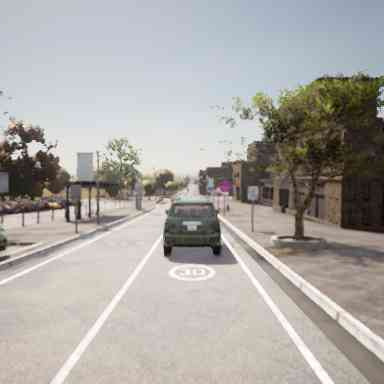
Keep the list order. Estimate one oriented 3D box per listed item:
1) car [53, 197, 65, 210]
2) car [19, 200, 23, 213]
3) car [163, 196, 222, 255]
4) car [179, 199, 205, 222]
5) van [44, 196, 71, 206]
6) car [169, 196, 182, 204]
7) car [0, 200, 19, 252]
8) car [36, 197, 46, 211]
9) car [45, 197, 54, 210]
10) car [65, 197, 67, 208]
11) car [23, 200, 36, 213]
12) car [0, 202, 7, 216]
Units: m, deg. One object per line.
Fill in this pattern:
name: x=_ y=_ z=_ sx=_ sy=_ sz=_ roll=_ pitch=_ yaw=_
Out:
car: x=-21.907 y=1.839 z=48.436 sx=5.366 sy=1.575 sz=1.946 roll=0 pitch=0 yaw=0
car: x=-22.115 y=1.635 z=37.337 sx=4.553 sy=1.767 sz=2.185 roll=0 pitch=0 yaw=0
car: x=0.008 y=1.330 z=14.029 sx=2.150 sy=2.045 sz=5.566 roll=0 pitch=0 yaw=0
car: x=0.017 y=1.557 z=29.069 sx=2.097 sy=1.767 sz=4.553 roll=0 pitch=0 yaw=0
van: x=-21.981 y=1.659 z=53.988 sx=4.442 sy=1.987 sz=1.878 roll=0 pitch=0 yaw=0
car: x=-3.239 y=1.545 z=66.012 sx=2.128 sy=1.511 sz=4.902 roll=0 pitch=1 yaw=1
car: x=-8.952 y=1.323 z=10.464 sx=5.566 sy=2.045 sz=2.435 roll=0 pitch=0 yaw=0
car: x=-22.083 y=1.802 z=42.887 sx=4.892 sy=1.521 sz=2.231 roll=0 pitch=0 yaw=0
car: x=-22.120 y=1.851 z=45.661 sx=4.792 sy=1.488 sz=2.163 roll=0 pitch=0 yaw=0
car: x=-22.125 y=1.893 z=51.212 sx=4.792 sy=1.488 sz=2.163 roll=0 pitch=0 yaw=0
car: x=-22.092 y=1.781 z=40.111 sx=5.008 sy=1.535 sz=2.097 roll=0 pitch=0 yaw=0
car: x=-22.079 y=1.781 z=34.560 sx=4.674 sy=1.452 sz=2.002 roll=0 pitch=0 yaw=0
